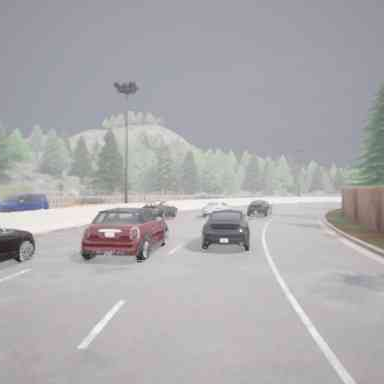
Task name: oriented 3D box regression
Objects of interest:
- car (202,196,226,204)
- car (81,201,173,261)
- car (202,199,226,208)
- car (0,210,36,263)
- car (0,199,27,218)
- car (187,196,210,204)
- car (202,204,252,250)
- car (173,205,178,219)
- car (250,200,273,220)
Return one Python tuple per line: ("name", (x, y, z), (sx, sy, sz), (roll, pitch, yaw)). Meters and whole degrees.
("car", (4.161, 1.496, 63.048), (2.128, 1.511, 4.902), (0, 0, 37))
("car", (-2.272, 1.341, 12.417), (2.097, 1.767, 4.553), (0, 0, 8))
("car", (2.308, 1.531, 30.492), (1.812, 1.442, 4.674), (0, 0, 19))
("car", (-6.237, 1.465, 9.051), (2.128, 1.511, 4.902), (0, 0, 6))
("car", (-16.803, 1.434, 28.666), (1.837, 1.490, 4.892), (0, 0, 16))
("car", (1.300, 1.475, 65.088), (1.837, 1.490, 4.892), (0, 0, 37))
("car", (1.587, 1.509, 14.465), (1.837, 1.490, 4.892), (0, 0, 10))
("car", (-2.587, 1.477, 26.816), (2.128, 1.511, 4.902), (0, 0, 16))
("car", (6.549, 1.527, 31.766), (1.837, 1.490, 4.892), (0, 0, 22))
